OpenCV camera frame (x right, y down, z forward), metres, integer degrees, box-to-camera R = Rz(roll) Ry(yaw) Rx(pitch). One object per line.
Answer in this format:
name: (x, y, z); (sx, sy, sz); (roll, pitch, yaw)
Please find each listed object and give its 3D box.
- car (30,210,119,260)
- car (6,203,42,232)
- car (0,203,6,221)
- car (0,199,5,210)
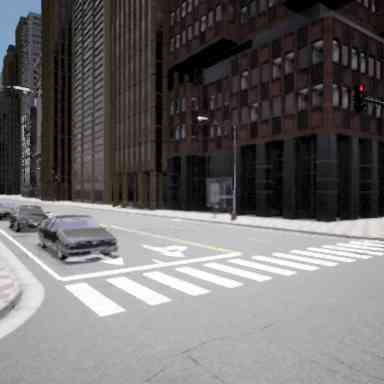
car: (-4.718, 1.637, 13.218); (2.033, 1.411, 5.357); (0, 0, -35)
car: (-10.465, 1.638, 21.365); (1.837, 1.490, 4.892); (0, 0, -35)
car: (-16.540, 1.723, 29.980); (2.033, 1.411, 5.357); (0, 0, -35)
car: (-25.301, 1.545, 42.560); (1.895, 1.301, 4.718); (0, 0, -35)
